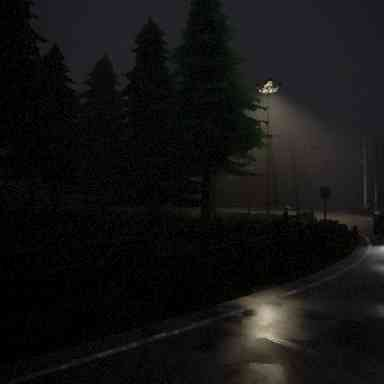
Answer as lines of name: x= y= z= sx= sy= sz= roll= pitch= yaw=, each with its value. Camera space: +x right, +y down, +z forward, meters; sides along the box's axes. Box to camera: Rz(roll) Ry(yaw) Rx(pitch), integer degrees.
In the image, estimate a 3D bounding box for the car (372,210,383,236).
car: x=9.853 y=1.518 z=15.747 sx=1.812 sy=1.442 sz=4.674 roll=0 pitch=0 yaw=19
